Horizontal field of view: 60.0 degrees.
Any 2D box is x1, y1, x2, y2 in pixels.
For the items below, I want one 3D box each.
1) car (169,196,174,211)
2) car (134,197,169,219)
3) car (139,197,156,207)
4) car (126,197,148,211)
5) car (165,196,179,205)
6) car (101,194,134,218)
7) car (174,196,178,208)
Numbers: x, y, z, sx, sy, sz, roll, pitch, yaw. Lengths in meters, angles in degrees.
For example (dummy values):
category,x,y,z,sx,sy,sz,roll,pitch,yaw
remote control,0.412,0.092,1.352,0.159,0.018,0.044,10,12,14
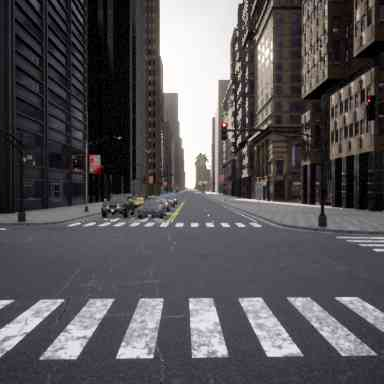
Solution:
category,x,y,z,sx,sy,sz,roll,pitch,yaw
car,-3.423,1.481,37.988,1.812,1.442,4.674,0,0,0
car,-3.403,1.323,29.007,2.097,1.767,4.553,0,0,0
car,-6.695,1.496,50.506,1.994,1.385,4.181,0,0,0
car,-6.669,1.428,40.615,1.882,1.535,5.008,0,0,0
car,-3.431,1.465,58.431,2.033,1.411,5.357,0,0,0
car,-6.658,1.190,30.610,2.150,2.045,5.566,0,0,0
car,-3.451,1.501,48.014,1.994,1.385,4.181,0,0,-1
